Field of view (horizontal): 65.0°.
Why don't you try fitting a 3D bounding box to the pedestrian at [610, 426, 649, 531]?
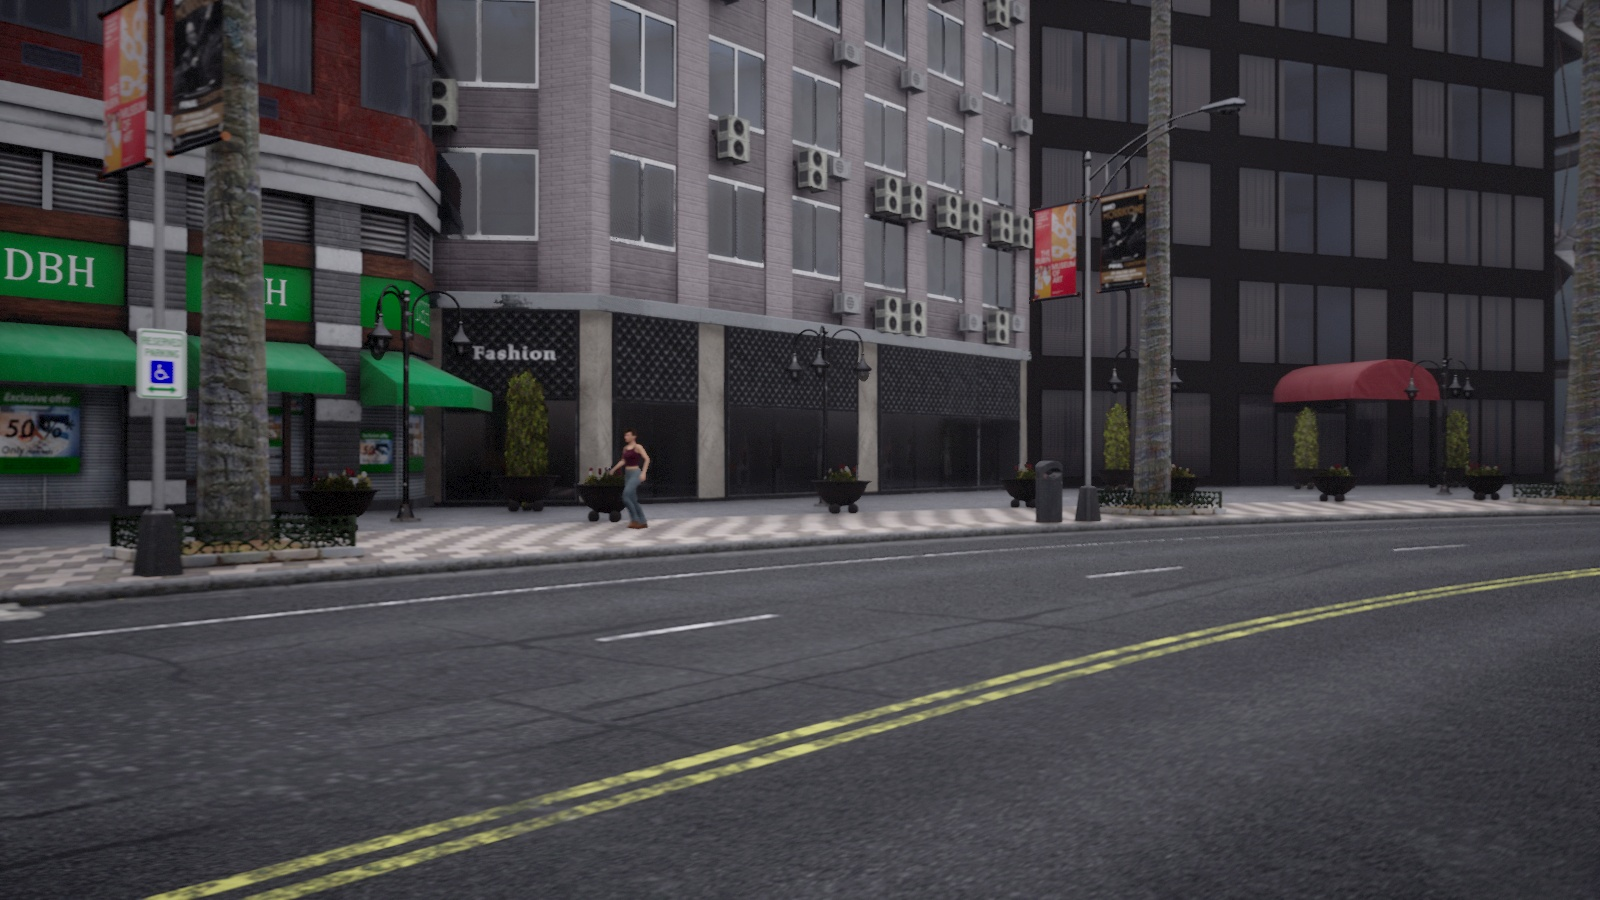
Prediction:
[{"bbox_3d":[-3.011,0.496,22.179,0.594,1.836,0.345,0,0,-40],"label":"pedestrian"}]
